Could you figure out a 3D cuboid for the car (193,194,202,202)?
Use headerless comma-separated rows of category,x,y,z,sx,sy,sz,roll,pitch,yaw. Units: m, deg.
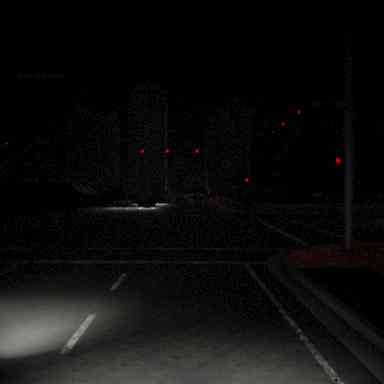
car,1.119,1.339,71.468,1.837,1.490,4.892,0,0,1

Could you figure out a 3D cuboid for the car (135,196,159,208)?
car,-6.351,1.471,47.238,1.994,1.385,4.181,0,0,1

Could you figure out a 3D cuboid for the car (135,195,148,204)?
car,-9.537,1.404,63.197,1.812,1.442,4.674,0,0,1

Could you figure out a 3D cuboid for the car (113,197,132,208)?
car,-9.847,1.438,47.414,1.812,1.442,4.674,0,0,1

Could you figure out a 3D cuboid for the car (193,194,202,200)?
car,1.267,1.177,80.686,2.128,1.511,4.902,0,0,1

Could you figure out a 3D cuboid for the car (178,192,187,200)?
car,-2.233,1.012,80.712,2.097,1.767,4.553,0,0,1

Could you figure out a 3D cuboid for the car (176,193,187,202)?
car,-2.370,1.394,72.150,1.994,1.385,4.181,0,0,1

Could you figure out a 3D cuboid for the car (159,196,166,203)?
car,-6.036,1.474,63.356,1.895,1.301,4.718,0,0,1
